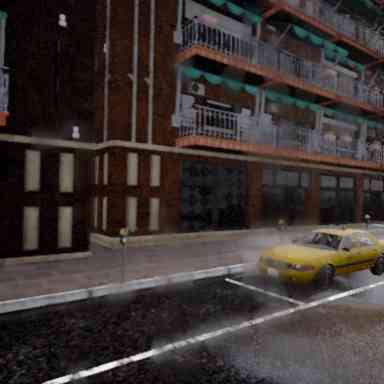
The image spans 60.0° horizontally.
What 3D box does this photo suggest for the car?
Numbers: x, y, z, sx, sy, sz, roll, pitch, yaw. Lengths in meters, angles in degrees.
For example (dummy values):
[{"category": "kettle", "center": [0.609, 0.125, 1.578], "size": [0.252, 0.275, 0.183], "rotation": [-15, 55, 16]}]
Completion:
[{"category": "car", "center": [3.906, 1.624, 9.330], "size": [4.829, 1.417, 1.752], "rotation": [1, 0, -35]}]
